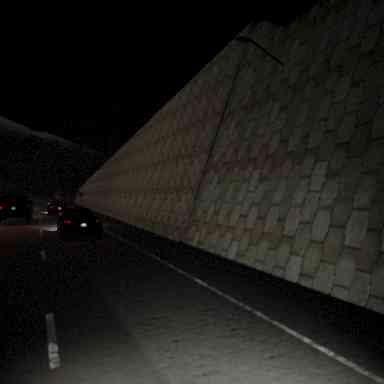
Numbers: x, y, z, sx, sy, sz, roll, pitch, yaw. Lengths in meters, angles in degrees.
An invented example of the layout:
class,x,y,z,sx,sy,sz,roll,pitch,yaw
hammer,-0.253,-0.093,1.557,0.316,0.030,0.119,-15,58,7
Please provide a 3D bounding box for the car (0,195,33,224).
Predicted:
class,x,y,z,sx,sy,sz,roll,pitch,yaw
car,-13.465,1.240,25.386,2.150,2.045,5.566,0,0,-25

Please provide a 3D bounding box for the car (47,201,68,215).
class,x,y,z,sx,sy,sz,roll,pitch,yaw
car,-13.765,1.590,34.283,1.994,1.385,4.181,0,0,-25

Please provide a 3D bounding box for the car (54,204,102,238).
class,x,y,z,sx,sy,sz,roll,pitch,yaw
car,-6.118,1.578,17.948,1.994,1.385,4.181,0,0,-25

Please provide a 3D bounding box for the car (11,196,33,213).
class,x,y,z,sx,sy,sz,roll,pitch,yaw
car,-19.775,1.381,38.868,2.097,1.767,4.553,0,0,-25
